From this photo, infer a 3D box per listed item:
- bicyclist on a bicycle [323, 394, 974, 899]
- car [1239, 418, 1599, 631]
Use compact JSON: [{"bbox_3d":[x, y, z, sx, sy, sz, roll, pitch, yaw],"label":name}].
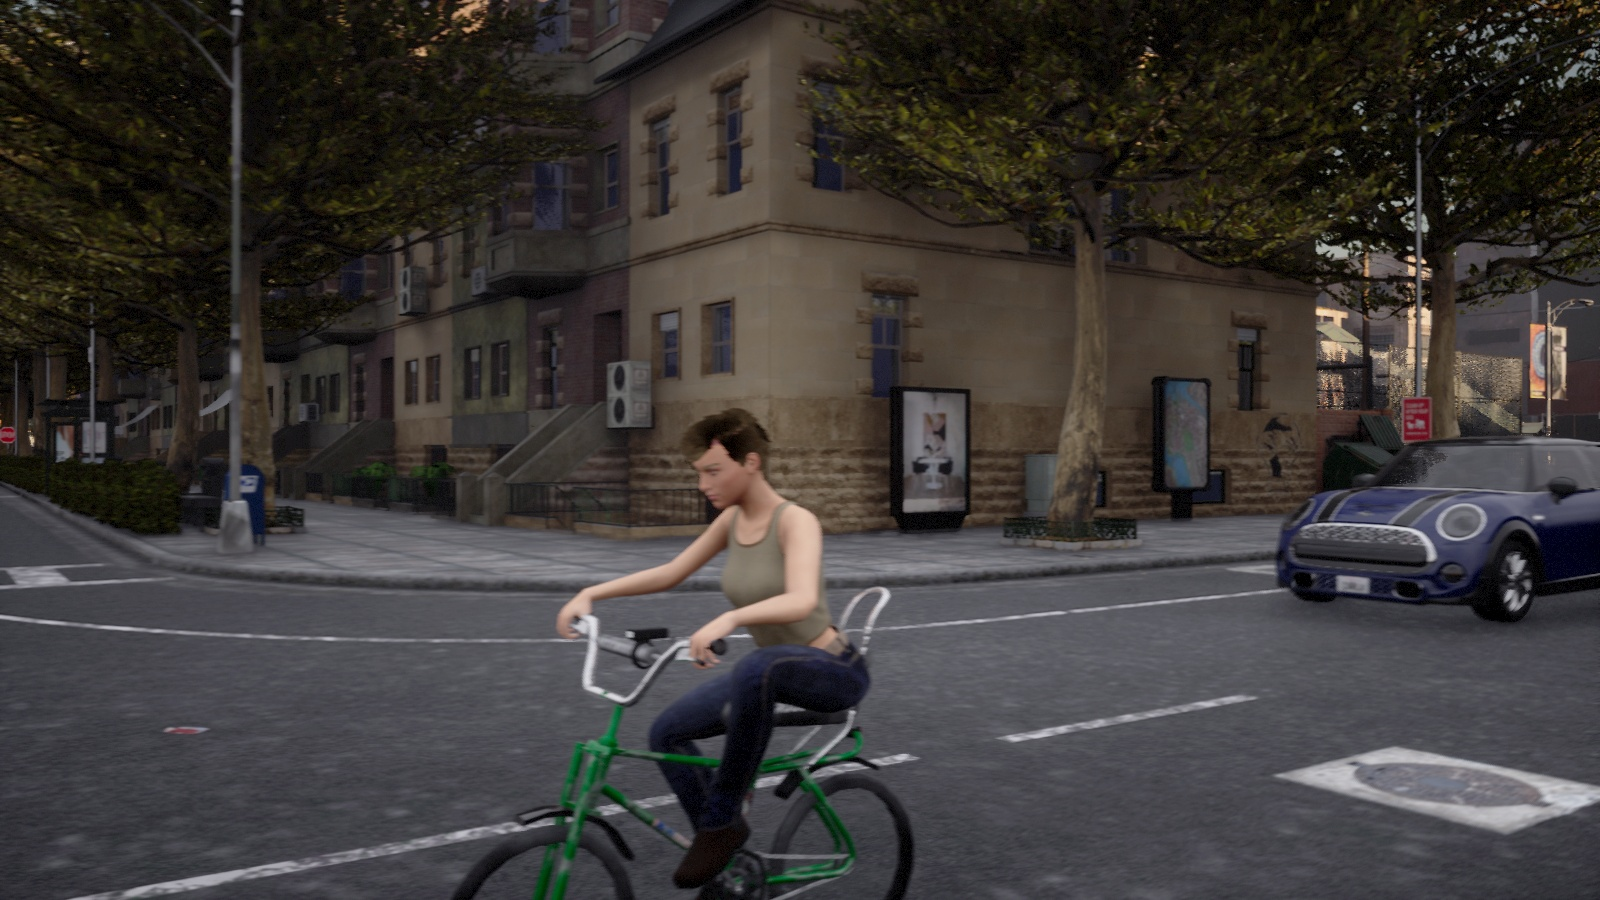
[{"bbox_3d":[-0.389,0.690,3.382,1.509,1.612,0.866,0,0,-35],"label":"bicyclist on a bicycle"},{"bbox_3d":[6.721,0.620,12.602,4.553,1.767,2.097,0,0,-35],"label":"car"}]
